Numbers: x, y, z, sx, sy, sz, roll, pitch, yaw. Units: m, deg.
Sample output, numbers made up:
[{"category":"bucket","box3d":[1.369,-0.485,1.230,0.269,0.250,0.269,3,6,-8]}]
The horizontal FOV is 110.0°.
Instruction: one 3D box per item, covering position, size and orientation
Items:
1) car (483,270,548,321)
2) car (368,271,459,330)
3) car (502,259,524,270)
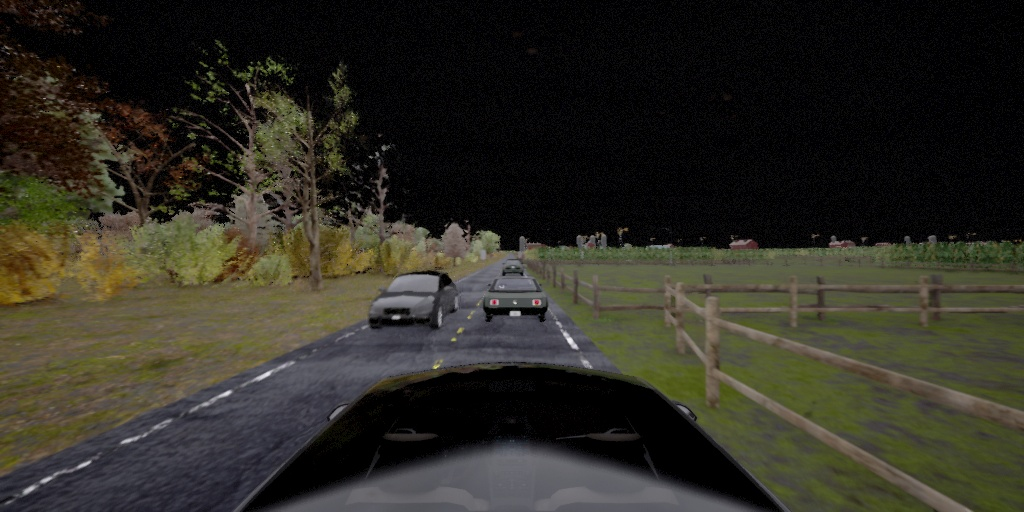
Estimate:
[{"category":"car","box3d":[0.099,1.349,12.417,1.895,1.301,4.718,0,0,0]},{"category":"car","box3d":[-2.849,1.253,11.253,1.837,1.490,4.892,0,0,0]},{"category":"car","box3d":[0.096,1.091,36.488,2.097,1.767,4.553,0,0,0]}]
